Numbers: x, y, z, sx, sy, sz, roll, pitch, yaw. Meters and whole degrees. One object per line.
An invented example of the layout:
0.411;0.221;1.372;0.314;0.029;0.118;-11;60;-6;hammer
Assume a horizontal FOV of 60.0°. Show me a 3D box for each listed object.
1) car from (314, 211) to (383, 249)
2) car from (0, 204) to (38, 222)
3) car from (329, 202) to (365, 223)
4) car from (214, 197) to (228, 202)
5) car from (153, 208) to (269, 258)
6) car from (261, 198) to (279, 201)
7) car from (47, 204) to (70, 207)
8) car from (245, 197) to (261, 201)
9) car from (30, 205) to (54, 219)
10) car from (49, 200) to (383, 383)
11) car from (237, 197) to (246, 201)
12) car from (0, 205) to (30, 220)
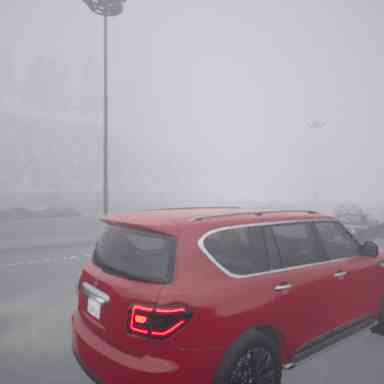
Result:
7.707;1.662;15.724;1.895;1.301;4.718;0;0;44;car
-15.533;1.752;27.567;4.718;1.301;1.895;0;0;-40;car
13.286;1.657;28.307;2.033;1.411;5.357;0;0;33;car
5.317;1.777;61.452;1.837;1.490;4.892;0;0;20;car
0.950;1.541;13.998;5.008;1.535;1.882;0;0;-42;car
12.168;1.699;49.586;2.128;1.511;4.902;0;0;21;car
-11.258;1.666;26.726;4.674;1.442;1.812;0;0;-43;car
10.800;1.802;55.994;1.994;1.385;4.181;0;0;20;car
-11.845;1.719;21.585;4.718;1.301;1.895;0;0;-39;car
1.141;1.244;4.938;5.566;2.045;2.150;0;0;-38;car
9.810;1.779;63.635;1.837;1.490;4.892;0;0;20;car
-11.542;1.590;17.460;4.902;1.511;2.128;0;0;-37;car
